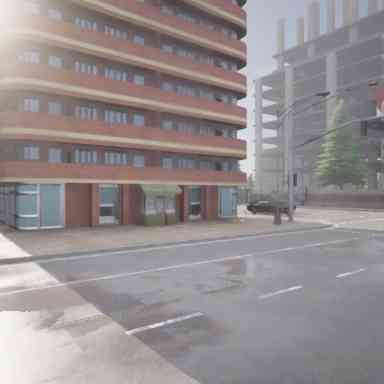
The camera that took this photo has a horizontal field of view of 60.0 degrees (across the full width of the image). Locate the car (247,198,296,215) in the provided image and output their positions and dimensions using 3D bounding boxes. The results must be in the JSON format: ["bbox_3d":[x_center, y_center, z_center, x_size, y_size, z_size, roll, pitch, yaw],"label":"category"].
[{"bbox_3d":[7.687,1.601,32.712,1.895,1.301,4.718,0,0,-36],"label":"car"}]

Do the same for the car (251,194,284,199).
[{"bbox_3d":[8.845,1.222,37.055,2.150,2.045,5.566,0,0,-36],"label":"car"}]
